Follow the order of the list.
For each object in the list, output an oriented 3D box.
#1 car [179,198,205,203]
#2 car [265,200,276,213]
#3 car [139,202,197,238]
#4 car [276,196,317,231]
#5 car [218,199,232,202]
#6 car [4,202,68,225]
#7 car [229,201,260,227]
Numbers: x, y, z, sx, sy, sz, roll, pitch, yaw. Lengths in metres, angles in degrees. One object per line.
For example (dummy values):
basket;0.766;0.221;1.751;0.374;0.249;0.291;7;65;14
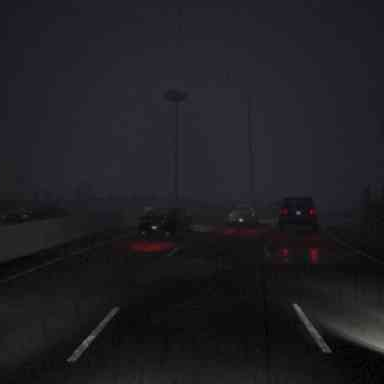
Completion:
car;-0.659;1.655;41.943;2.128;1.511;4.902;0;0;25
car;10.226;1.715;39.924;2.033;1.411;5.357;0;0;26
car;-1.254;1.523;17.996;1.882;1.535;5.008;0;0;12
car;6.709;1.292;21.335;2.150;2.045;5.566;0;0;15
car;6.654;1.967;64.761;1.895;1.301;4.718;0;0;26
car;-10.910;1.528;23.588;1.882;1.535;5.008;0;0;15
car;3.783;1.602;23.687;1.812;1.442;4.674;0;0;16
